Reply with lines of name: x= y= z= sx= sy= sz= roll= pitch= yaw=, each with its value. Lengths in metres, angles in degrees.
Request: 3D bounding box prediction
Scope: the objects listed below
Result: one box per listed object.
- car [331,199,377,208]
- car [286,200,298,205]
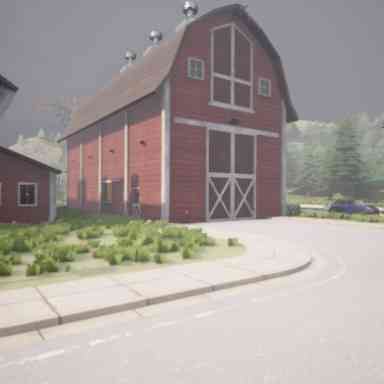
car: x=16.218 y=1.544 z=33.296 sx=2.097 sy=1.767 sz=4.553 roll=0 pitch=0 yaw=-34
car: x=11.116 y=1.698 z=40.737 sx=1.837 sy=1.490 sz=4.892 roll=0 pitch=0 yaw=-34
